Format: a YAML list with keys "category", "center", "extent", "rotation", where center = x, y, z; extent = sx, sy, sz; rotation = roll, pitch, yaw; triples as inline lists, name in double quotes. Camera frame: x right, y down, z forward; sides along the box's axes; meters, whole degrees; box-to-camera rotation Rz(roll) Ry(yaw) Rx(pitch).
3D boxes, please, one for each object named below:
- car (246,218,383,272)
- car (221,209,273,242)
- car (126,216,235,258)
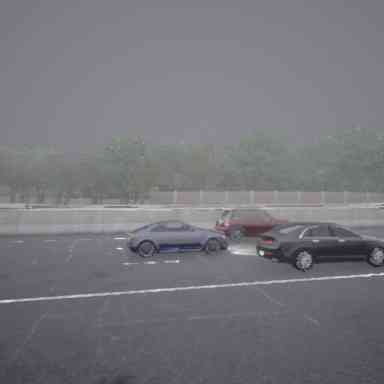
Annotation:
- category: "car"
  center: [4.657, 1.818, 11.810]
  extent: [4.892, 1.490, 1.837]
  rotation: [1, -1, -16]
- category: "car"
  center: [3.578, 1.738, 18.780]
  extent: [4.553, 1.767, 2.097]
  rotation: [1, -1, -16]
- category: "car"
  center: [-0.628, 1.871, 13.957]
  extent: [4.181, 1.385, 1.994]
  rotation: [1, -1, -16]
